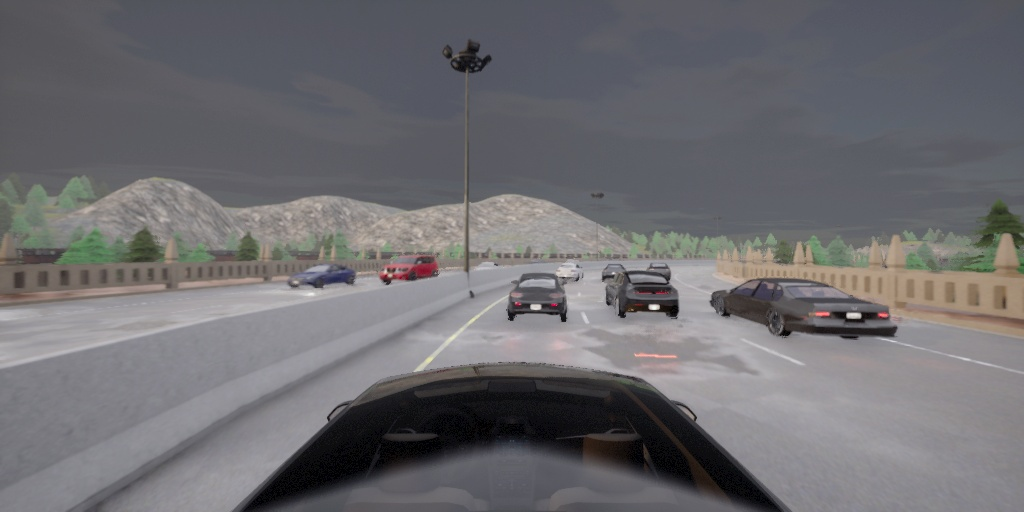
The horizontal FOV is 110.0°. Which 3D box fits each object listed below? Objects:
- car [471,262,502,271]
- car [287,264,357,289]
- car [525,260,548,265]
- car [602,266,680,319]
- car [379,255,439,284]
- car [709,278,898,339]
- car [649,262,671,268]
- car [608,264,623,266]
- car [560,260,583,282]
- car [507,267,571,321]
[{"bbox_3d":[-2.126,1.264,31.660,1.812,1.442,4.674,0,0,19],"label":"car"},{"bbox_3d":[-11.736,1.222,22.534,1.812,1.442,4.674,0,0,12],"label":"car"},{"bbox_3d":[4.252,1.311,60.806,2.033,1.411,5.357,0,0,34],"label":"car"},{"bbox_3d":[4.555,1.274,13.085,1.837,1.490,4.892,0,0,8],"label":"car"},{"bbox_3d":[-7.328,0.939,26.216,2.150,2.045,5.566,0,0,14],"label":"car"},{"bbox_3d":[7.643,1.331,10.218,2.033,1.411,5.357,0,0,6],"label":"car"},{"bbox_3d":[12.666,1.295,31.054,2.128,1.511,4.902,0,0,20],"label":"car"},{"bbox_3d":[8.794,1.350,30.568,1.994,1.385,4.181,0,0,19],"label":"car"},{"bbox_3d":[4.797,1.295,29.706,1.812,1.442,4.674,0,0,17],"label":"car"},{"bbox_3d":[0.937,1.279,12.437,1.812,1.442,4.674,0,0,6],"label":"car"}]
